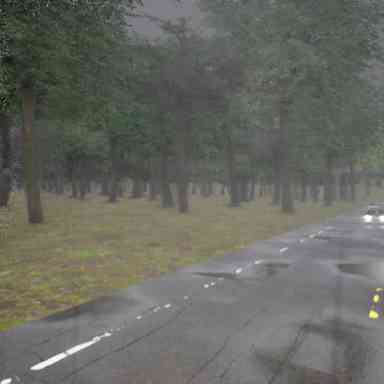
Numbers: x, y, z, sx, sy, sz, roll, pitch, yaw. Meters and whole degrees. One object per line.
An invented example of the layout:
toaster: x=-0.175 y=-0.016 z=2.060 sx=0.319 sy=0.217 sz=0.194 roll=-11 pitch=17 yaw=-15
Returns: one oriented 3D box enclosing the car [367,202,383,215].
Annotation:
car: x=20.053 y=1.744 z=35.846 sx=1.895 sy=1.301 sz=4.718 roll=0 pitch=0 yaw=33
